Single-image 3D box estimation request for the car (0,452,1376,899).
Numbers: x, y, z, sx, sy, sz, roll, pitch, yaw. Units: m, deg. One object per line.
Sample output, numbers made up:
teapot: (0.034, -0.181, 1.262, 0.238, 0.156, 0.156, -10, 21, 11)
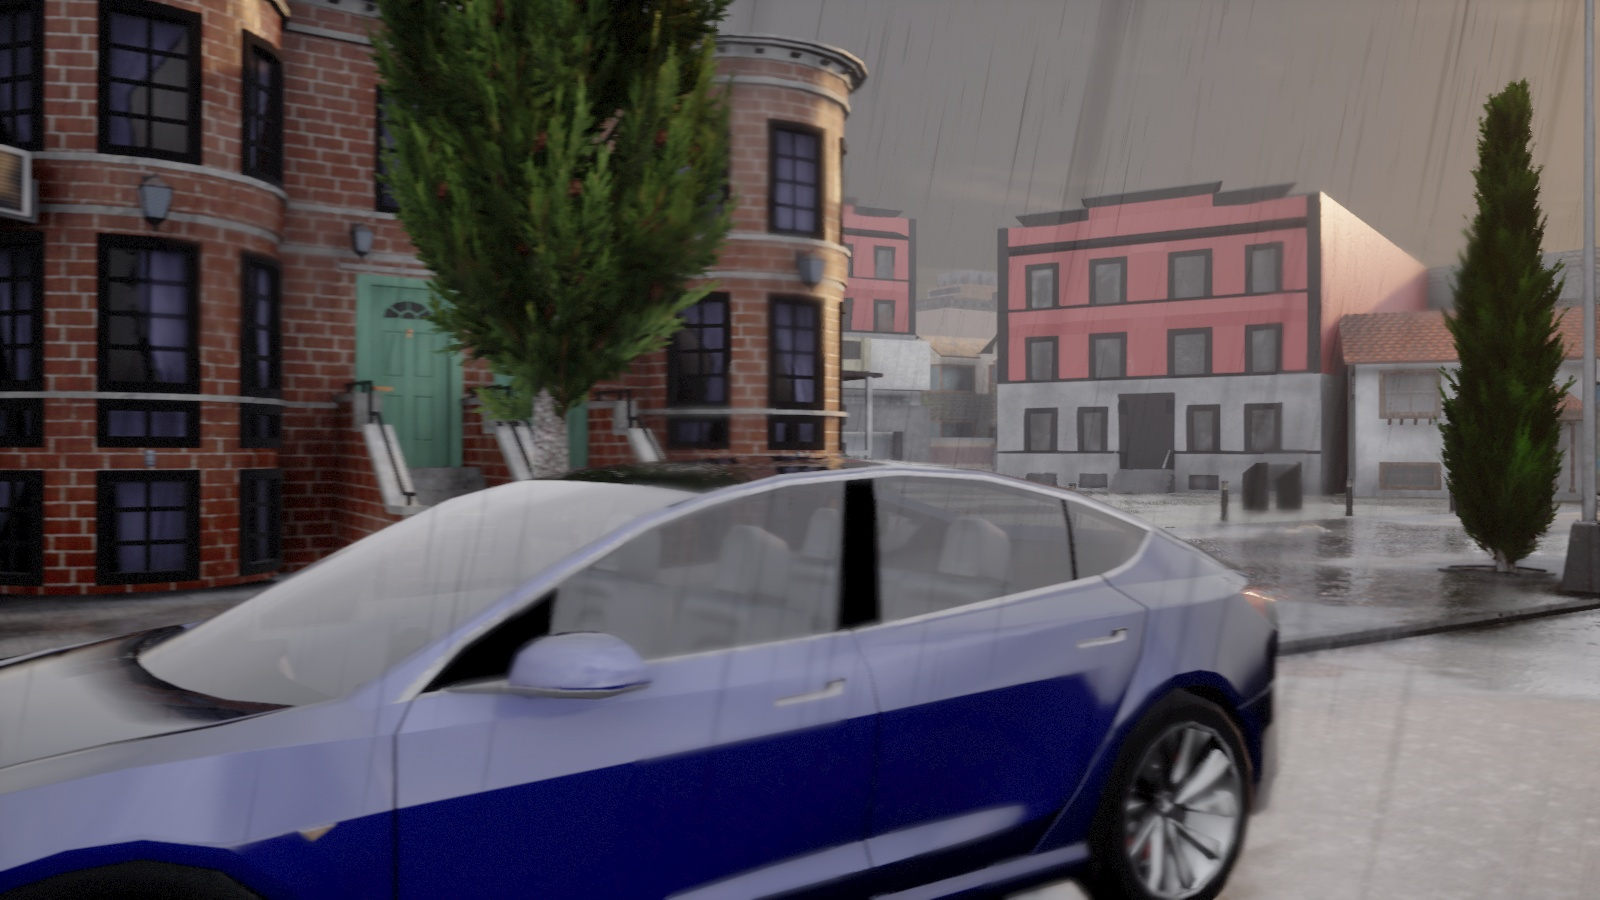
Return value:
car: (-0.601, 0.755, 3.849, 4.792, 1.488, 2.163, 0, 0, -35)
